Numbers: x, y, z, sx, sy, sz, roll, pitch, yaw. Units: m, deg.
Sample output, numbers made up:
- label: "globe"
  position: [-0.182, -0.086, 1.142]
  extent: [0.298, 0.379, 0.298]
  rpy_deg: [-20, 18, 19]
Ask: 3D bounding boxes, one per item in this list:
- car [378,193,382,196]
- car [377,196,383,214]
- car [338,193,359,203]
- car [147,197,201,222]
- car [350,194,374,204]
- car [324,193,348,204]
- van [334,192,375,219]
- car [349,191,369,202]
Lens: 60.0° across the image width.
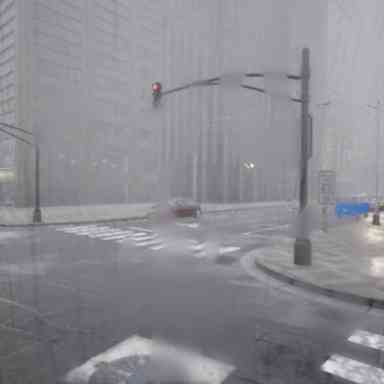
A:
- label: "car"
  position: [35.146, 0.763, 63.683]
  extent: [2.008, 1.369, 4.403]
  rpy_deg: [1, 1, 42]
- label: "car"
  position: [16.029, 1.271, 29.667]
  extent: [1.802, 1.307, 4.206]
  rpy_deg: [2, 2, 42]
- label: "car"
  position: [24.233, 0.915, 51.545]
  extent: [1.802, 1.307, 4.206]
  rpy_deg: [1, 1, 42]
- label: "car"
  position: [-1.224, 1.112, 23.222]
  extent: [1.967, 1.590, 4.097]
  rpy_deg: [2, 2, 42]
- label: "car"
  position: [24.361, 1.011, 47.555]
  extent: [1.895, 1.301, 4.718]
  rpy_deg: [2, 1, 42]
- label: "car"
  position: [20.597, 0.918, 47.499]
  extent: [1.887, 1.381, 4.507]
  rpy_deg: [2, 1, 42]
- label: "van"
  position: [12.393, 1.082, 25.616]
  extent: [1.690, 1.788, 3.998]
  rpy_deg: [2, 2, 42]
- label: "car"
  position: [27.872, 0.733, 55.589]
  extent: [1.967, 1.590, 4.097]
  rpy_deg: [1, 1, 42]
